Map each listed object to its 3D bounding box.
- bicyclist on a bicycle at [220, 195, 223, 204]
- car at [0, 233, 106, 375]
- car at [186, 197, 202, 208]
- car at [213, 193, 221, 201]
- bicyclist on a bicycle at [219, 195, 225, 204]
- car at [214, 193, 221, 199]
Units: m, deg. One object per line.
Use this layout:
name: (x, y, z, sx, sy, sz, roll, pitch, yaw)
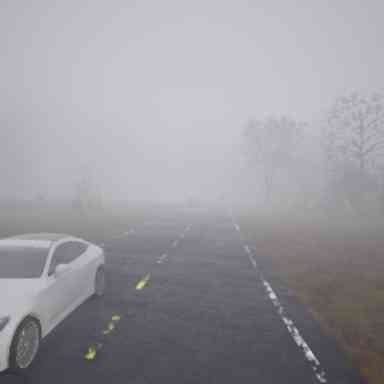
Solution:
bicyclist on a bicycle: (5.351, 1.366, 60.603, 0.582, 1.620, 1.656, -1, 0, 5)
car: (-2.867, 1.511, 5.726, 1.812, 1.442, 4.674, 0, 0, 2)
car: (0.278, 1.432, 46.347, 1.837, 1.490, 4.892, 0, 1, 5)
car: (5.917, 1.418, 77.604, 1.812, 1.442, 4.674, 0, 0, 5)
bicyclist on a bicycle: (4.707, 1.363, 52.327, 0.866, 1.612, 1.509, 0, 0, 5)
car: (7.226, 1.043, 93.903, 2.097, 1.767, 4.553, 0, 0, 5)
